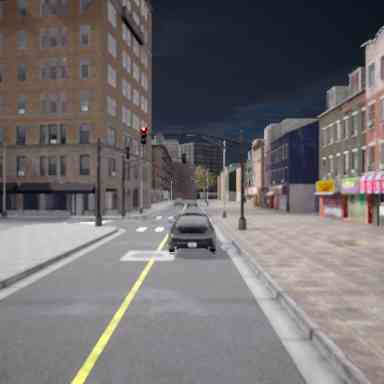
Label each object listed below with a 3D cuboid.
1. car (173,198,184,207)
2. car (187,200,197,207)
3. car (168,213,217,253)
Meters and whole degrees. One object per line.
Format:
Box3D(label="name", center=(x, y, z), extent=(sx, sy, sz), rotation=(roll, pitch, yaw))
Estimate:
Box3D(label="car", center=(-2.689, 2.037, 67.930), extent=(2.097, 1.767, 4.553), rotation=(0, -1, 0))
Box3D(label="car", center=(0.062, 2.219, 65.545), extent=(1.994, 1.385, 4.181), rotation=(0, -1, 0))
Box3D(label="car", center=(0.018, 1.646, 14.301), extent=(1.837, 1.490, 4.892), rotation=(0, 0, 0))
